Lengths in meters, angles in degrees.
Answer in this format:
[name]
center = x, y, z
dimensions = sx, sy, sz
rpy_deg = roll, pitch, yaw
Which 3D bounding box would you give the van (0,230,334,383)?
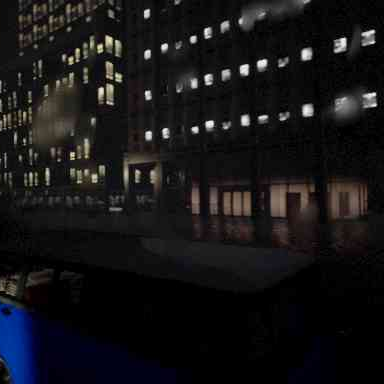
[van]
center = -0.668, 1.360, 3.404
dimensions = 3.998, 1.788, 1.690
rpy_deg = -1, -1, 36
